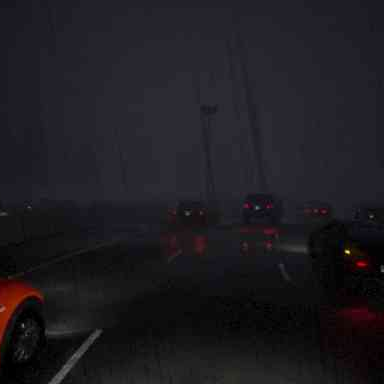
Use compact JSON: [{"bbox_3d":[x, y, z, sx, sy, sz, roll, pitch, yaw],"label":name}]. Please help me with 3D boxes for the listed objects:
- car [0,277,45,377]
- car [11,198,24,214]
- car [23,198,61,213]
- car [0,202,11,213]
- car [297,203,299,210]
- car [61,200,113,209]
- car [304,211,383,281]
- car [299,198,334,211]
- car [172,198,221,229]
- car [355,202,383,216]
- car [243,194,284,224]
[{"bbox_3d":[-3.126,1.328,2.769,2.097,1.767,4.553,0,0,2],"label":"car"},{"bbox_3d":[-14.370,1.335,31.794,1.812,1.442,4.674,0,0,23],"label":"car"},{"bbox_3d":[-11.704,1.377,29.351,2.033,1.411,5.357,0,0,22],"label":"car"},{"bbox_3d":[-17.277,1.354,33.861,1.994,1.385,4.181,0,0,23],"label":"car"},{"bbox_3d":[13.759,1.443,38.901,1.994,1.385,4.181,0,0,34],"label":"car"},{"bbox_3d":[-8.399,1.373,28.004,1.812,1.442,4.674,0,0,22],"label":"car"},{"bbox_3d":[4.626,1.500,9.528,1.812,1.442,4.674,0,0,9],"label":"car"},{"bbox_3d":[10.434,1.466,27.161,2.033,1.411,5.357,0,0,27],"label":"car"},{"bbox_3d":[0.409,1.262,21.000,2.097,1.767,4.553,0,0,18],"label":"car"},{"bbox_3d":[13.185,1.465,24.693,1.812,1.442,4.674,0,0,26],"label":"car"},{"bbox_3d":[5.290,1.133,24.246,2.150,2.045,5.566,0,0,22],"label":"car"}]
